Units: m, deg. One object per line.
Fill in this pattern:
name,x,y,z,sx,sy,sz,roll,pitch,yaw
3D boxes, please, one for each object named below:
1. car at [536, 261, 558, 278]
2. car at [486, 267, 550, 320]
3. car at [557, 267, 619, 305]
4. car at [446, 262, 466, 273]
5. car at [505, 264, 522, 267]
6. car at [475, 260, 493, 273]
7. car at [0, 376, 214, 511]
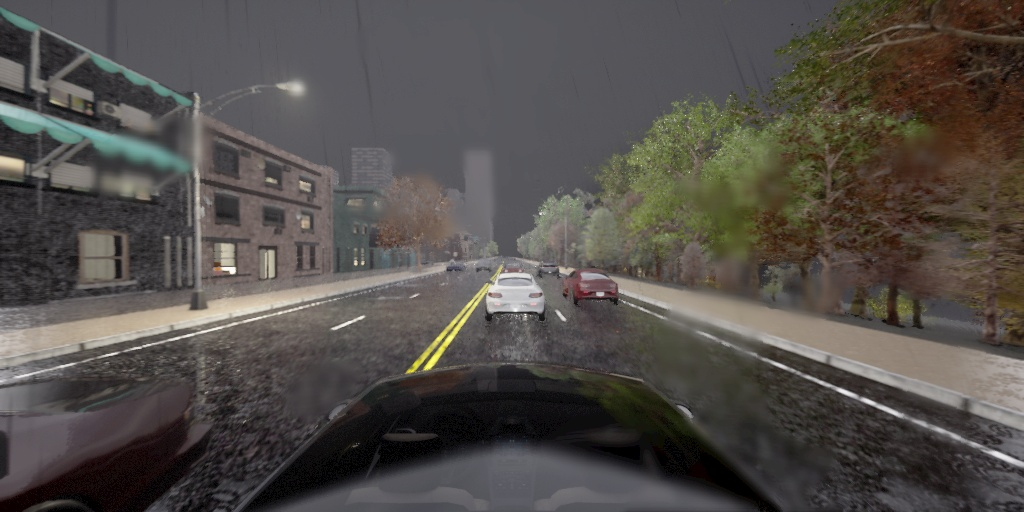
car,3.354,1.236,34.032,2.128,1.511,4.902,0,0,0
car,0.103,1.274,12.472,1.812,1.442,4.674,0,0,0
car,3.340,1.273,15.876,1.812,1.442,4.674,0,0,0
car,-6.634,1.345,42.665,1.895,1.301,4.718,0,0,0
car,0.105,1.346,33.274,1.895,1.301,4.718,0,0,0
car,-3.396,1.249,43.876,1.837,1.490,4.892,0,0,0
car,-3.351,1.298,0.491,2.033,1.411,5.357,0,0,0
